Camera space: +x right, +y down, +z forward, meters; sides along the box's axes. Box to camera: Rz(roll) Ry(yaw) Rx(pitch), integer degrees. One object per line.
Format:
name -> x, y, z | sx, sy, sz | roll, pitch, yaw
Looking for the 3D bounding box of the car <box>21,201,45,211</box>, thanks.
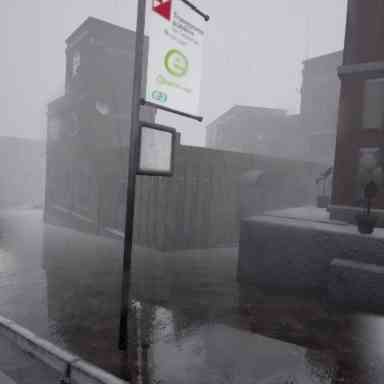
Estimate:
car -> -24.519, 2.175, 52.032 | 2.128, 1.511, 4.902 | 4, -1, 13
